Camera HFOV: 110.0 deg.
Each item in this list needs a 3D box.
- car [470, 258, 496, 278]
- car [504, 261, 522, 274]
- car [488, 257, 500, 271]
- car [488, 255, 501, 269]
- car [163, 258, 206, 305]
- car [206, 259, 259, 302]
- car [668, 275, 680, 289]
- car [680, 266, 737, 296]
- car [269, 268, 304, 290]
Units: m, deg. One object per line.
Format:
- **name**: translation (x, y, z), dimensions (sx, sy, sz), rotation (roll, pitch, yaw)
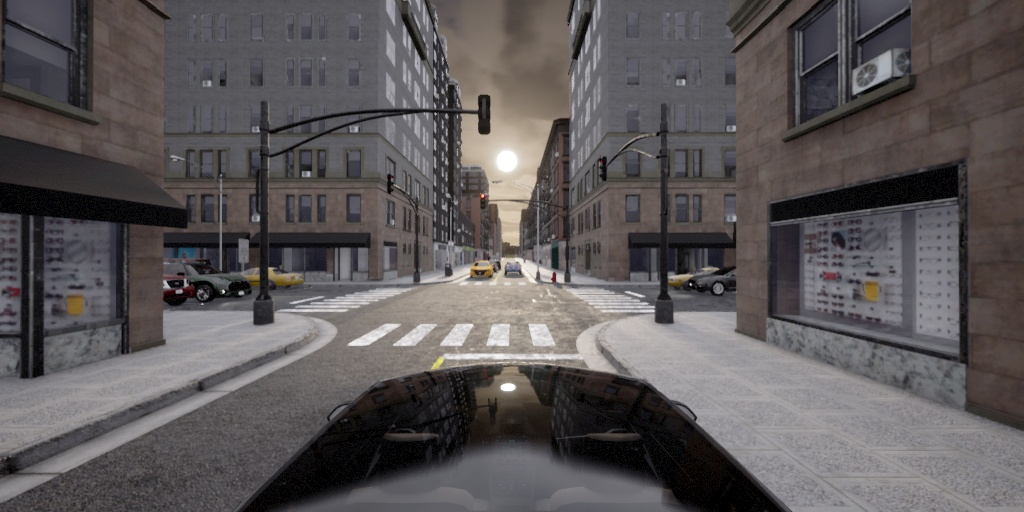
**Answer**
- **car**: translation (-2.821, 1.208, 33.900), dimensions (1.882, 1.535, 5.008), rotation (0, 0, 0)
- **car**: translation (0.146, 1.273, 39.801), dimensions (2.033, 1.411, 5.357), rotation (0, 0, 0)
- **car**: translation (-2.816, 1.226, 44.303), dimensions (1.837, 1.490, 4.892), rotation (0, 0, 0)
- **car**: translation (-2.801, 0.931, 54.896), dimensions (2.150, 2.045, 5.566), rotation (0, 0, 0)
- **car**: translation (-15.090, 1.030, 13.550), dimensions (5.009, 1.841, 2.192), rotation (0, 0, 0)
- **car**: translation (-14.378, 1.078, 16.089), dimensions (4.553, 1.767, 2.097), rotation (0, 0, 0)
- **car**: translation (11.649, 1.295, 21.517), dimensions (4.829, 1.417, 1.751), rotation (0, 0, 0)
- **car**: translation (11.913, 1.265, 18.970), dimensions (4.892, 1.490, 1.837), rotation (0, 0, 1)
- **car**: translation (-15.234, 1.271, 21.575), dimensions (4.829, 1.417, 1.751), rotation (0, 0, 0)
